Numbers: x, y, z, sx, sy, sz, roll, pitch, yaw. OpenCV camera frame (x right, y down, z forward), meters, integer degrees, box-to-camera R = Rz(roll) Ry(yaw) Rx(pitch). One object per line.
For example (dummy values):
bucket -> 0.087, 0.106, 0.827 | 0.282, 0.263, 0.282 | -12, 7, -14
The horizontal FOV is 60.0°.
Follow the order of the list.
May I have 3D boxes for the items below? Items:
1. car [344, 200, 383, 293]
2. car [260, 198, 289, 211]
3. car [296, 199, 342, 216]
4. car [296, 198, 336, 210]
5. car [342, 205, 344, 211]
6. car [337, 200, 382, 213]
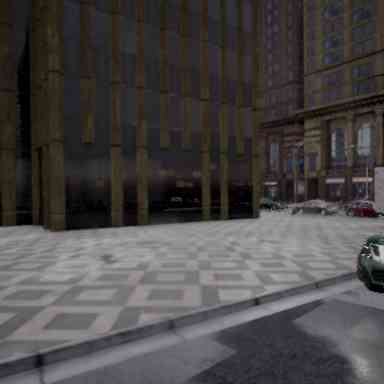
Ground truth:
car -> 6.161, 1.236, 7.761 | 5.566, 2.045, 2.150 | 0, 0, -35
car -> 10.237, 1.522, 43.059 | 2.097, 1.767, 4.553 | -1, 0, -36
car -> 12.922, 1.726, 34.585 | 2.008, 1.369, 4.403 | -1, 0, -36
car -> 16.457, 1.610, 44.274 | 1.752, 1.417, 4.829 | -1, 0, -36
car -> 16.229, 1.595, 29.979 | 1.967, 1.590, 4.097 | -1, 1, -36
car -> 19.863, 1.625, 39.534 | 1.947, 1.339, 4.313 | -1, 0, -36
